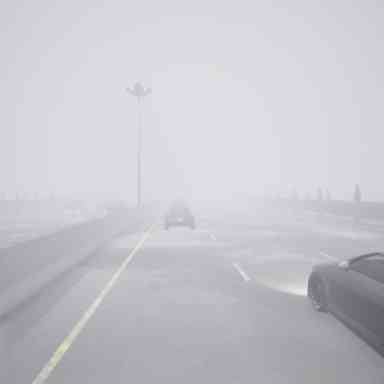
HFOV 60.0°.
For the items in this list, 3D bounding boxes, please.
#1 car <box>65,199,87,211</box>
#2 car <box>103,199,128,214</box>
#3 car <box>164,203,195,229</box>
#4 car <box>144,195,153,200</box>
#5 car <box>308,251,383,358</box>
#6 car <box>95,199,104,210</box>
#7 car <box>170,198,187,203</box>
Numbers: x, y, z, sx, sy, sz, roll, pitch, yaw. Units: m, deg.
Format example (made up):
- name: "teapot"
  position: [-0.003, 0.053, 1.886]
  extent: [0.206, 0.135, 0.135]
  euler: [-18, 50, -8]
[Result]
- name: "car"
  position: [-16.123, 1.792, 46.540]
  extent: [1.837, 1.490, 4.892]
  euler: [0, -1, -2]
- name: "car"
  position: [-8.815, 1.697, 39.645]
  extent: [1.882, 1.535, 5.008]
  euler: [0, 0, -2]
- name: "car"
  position: [-0.843, 1.669, 22.624]
  extent: [1.994, 1.385, 4.181]
  euler: [0, 0, -3]
- name: "car"
  position: [-10.679, 1.606, 82.234]
  extent: [1.837, 1.490, 4.892]
  euler: [0, 0, -3]
- name: "car"
  position: [3.361, 1.571, 5.087]
  extent: [1.994, 1.385, 4.181]
  euler: [0, 0, -1]
- name: "car"
  position: [-12.683, 1.801, 48.015]
  extent: [1.812, 1.442, 4.674]
  euler: [0, -1, -2]
- name: "car"
  position: [-1.656, 1.541, 40.433]
  extent: [2.097, 1.767, 4.553]
  euler: [0, 0, -3]
